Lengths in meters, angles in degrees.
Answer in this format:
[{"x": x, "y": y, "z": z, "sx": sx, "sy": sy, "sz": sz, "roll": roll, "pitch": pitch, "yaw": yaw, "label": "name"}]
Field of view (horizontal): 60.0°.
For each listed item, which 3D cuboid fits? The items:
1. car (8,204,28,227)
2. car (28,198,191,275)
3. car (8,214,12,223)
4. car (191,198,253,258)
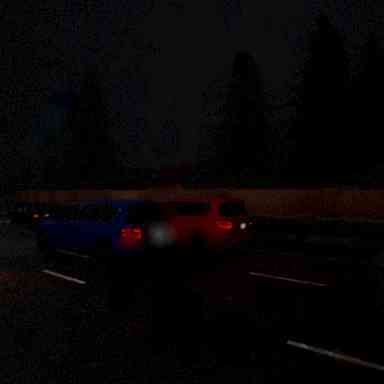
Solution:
[{"x": -11.050, "y": 1.540, "z": 23.021, "sx": 2.033, "sy": 1.411, "sz": 5.357, "roll": 0, "pitch": 0, "yaw": -44, "label": "car"}, {"x": -2.916, "y": 1.228, "z": 10.807, "sx": 5.566, "sy": 2.045, "sz": 2.150, "roll": 1, "pitch": 0, "yaw": 41, "label": "car"}, {"x": -7.825, "y": 1.481, "z": 10.468, "sx": 4.902, "sy": 1.511, "sz": 2.128, "roll": 0, "pitch": 0, "yaw": 42, "label": "car"}, {"x": -0.289, "y": 1.235, "z": 13.159, "sx": 5.566, "sy": 2.045, "sz": 2.150, "roll": 0, "pitch": 0, "yaw": 41, "label": "car"}]
